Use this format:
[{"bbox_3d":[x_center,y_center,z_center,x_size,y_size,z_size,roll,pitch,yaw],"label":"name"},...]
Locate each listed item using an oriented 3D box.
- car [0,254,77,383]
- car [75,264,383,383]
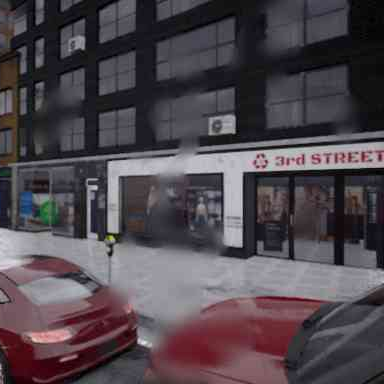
[{"bbox_3d":[-2.641,1.612,4.948,4.206,1.307,1.802,0,0,35],"label":"car"},{"bbox_3d":[1.910,1.310,1.713,5.009,1.841,2.192,0,0,35],"label":"car"}]
